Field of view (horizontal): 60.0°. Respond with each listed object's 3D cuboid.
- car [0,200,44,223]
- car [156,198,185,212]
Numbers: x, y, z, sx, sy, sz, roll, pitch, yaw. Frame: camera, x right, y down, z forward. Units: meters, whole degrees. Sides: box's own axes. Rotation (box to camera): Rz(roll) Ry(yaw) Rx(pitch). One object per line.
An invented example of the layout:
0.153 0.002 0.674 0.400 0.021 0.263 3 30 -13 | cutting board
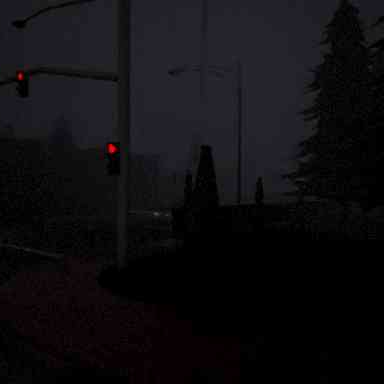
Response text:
-12.338 1.340 21.945 1.837 1.490 4.892 1 1 35 | car
-1.932 1.363 36.463 1.812 1.442 4.674 1 0 36 | car
